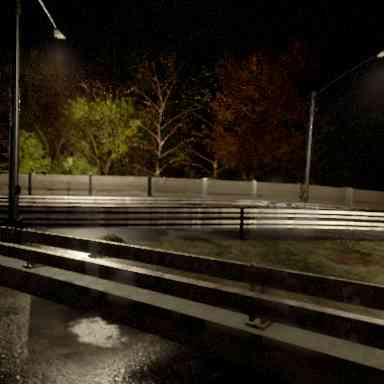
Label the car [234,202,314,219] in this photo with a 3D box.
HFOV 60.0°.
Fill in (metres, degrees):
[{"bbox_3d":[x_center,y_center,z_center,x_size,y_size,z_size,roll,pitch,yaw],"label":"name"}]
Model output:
[{"bbox_3d":[4.961,1.341,20.117,4.902,1.511,2.128,2,1,-13],"label":"car"}]
